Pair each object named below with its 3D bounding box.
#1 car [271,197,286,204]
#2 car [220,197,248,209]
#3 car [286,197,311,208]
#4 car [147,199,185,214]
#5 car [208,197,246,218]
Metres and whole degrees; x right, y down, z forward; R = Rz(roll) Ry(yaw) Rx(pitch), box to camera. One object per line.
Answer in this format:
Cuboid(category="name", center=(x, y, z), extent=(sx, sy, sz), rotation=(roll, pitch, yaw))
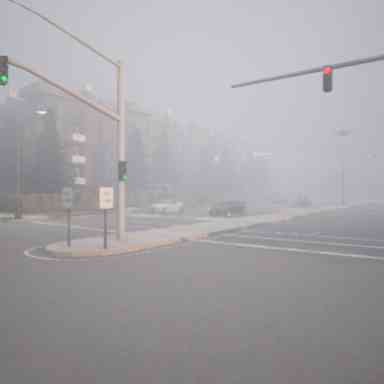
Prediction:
Cuboid(category="car", center=(16.158, 1.536, 60.738), extent=(2.033, 1.411, 5.357), rotation=(0, 0, 35))
Cuboid(category="car", center=(5.915, 1.470, 46.295), extent=(1.812, 1.442, 4.674), rotation=(0, 0, 35))
Cuboid(category="car", center=(15.893, 1.454, 48.310), extent=(2.128, 1.511, 4.902), rotation=(0, 0, 35))
Cuboid(category="car", center=(-2.556, 1.471, 34.237), extent=(1.812, 1.442, 4.674), rotation=(0, 0, 35))
Cuboid(category="car", center=(3.266, 1.466, 30.350), extent=(1.837, 1.490, 4.892), rotation=(0, 1, 35))
